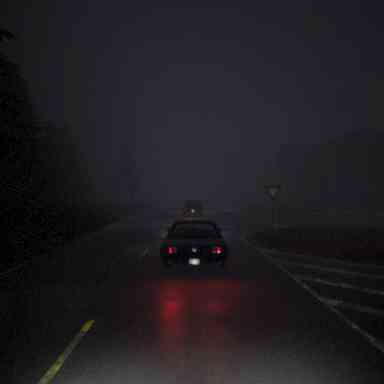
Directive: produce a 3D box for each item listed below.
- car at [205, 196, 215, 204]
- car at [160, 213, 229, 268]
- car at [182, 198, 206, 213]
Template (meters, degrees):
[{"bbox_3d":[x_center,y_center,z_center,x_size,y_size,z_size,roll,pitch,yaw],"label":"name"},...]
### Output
[{"bbox_3d":[2.979,1.465,59.803,1.816,1.474,4.193,-6,0,-2],"label":"car"},{"bbox_3d":[0.079,1.603,11.243,1.895,1.301,4.718,0,0,0],"label":"car"},{"bbox_3d":[0.083,1.471,32.487,1.837,1.490,4.892,-1,-1,0],"label":"car"}]
